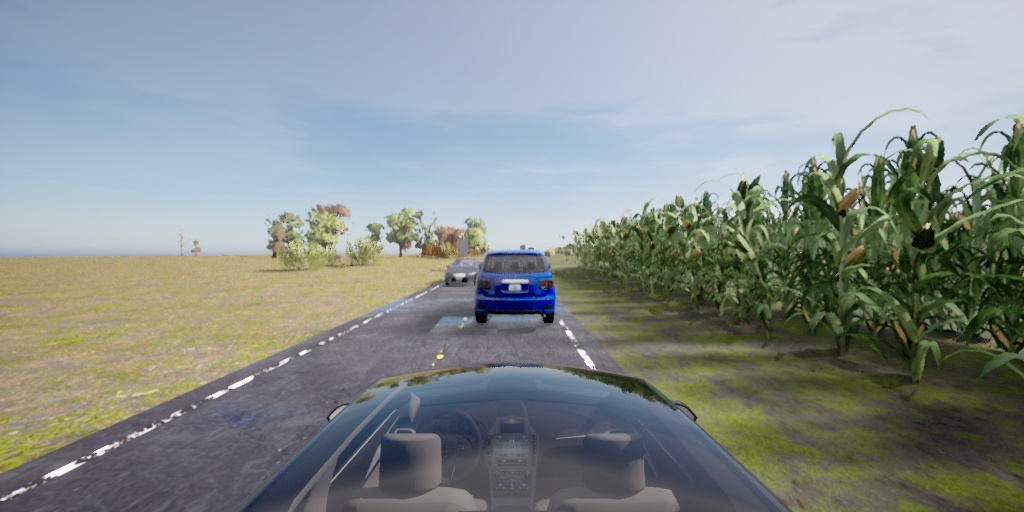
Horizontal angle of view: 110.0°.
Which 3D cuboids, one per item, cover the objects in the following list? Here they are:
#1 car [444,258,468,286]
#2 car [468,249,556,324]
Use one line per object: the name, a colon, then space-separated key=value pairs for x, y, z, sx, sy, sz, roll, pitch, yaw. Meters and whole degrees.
car: x=-2.814 y=0.904 z=21.585 sx=2.128 sy=1.511 sz=4.902 roll=0 pitch=1 yaw=0
car: x=0.091 y=0.806 z=11.391 sx=2.150 sy=2.045 sz=5.566 roll=0 pitch=1 yaw=0
